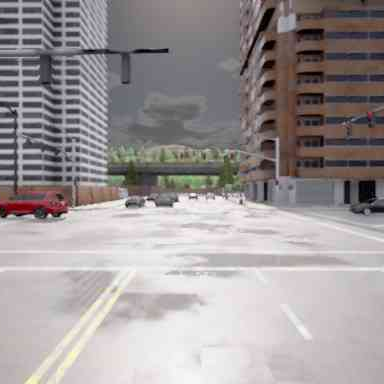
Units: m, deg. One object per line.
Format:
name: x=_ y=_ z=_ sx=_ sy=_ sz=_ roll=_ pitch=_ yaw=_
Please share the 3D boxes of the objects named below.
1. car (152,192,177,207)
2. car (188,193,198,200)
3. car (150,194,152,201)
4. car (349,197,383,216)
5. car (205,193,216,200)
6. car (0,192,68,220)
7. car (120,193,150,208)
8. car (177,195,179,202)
car: x=-3.426 y=0.980 z=41.804 sx=2.097 sy=1.767 sz=4.553 roll=0 pitch=0 yaw=0
car: x=0.258 y=0.927 z=68.775 sx=1.994 sy=1.385 sz=4.181 roll=0 pitch=1 yaw=0
car: x=-6.803 y=1.034 z=59.507 sx=1.994 sy=1.385 sz=4.181 roll=0 pitch=0 yaw=1
car: x=16.118 y=1.251 z=28.681 sx=4.892 sy=1.490 sz=1.837 roll=-1 pitch=1 yaw=1
car: x=3.757 y=0.887 z=68.763 sx=1.812 sy=1.442 sz=4.674 roll=0 pitch=1 yaw=0
car: x=-12.267 y=0.993 z=25.284 sx=5.566 sy=2.045 sz=2.150 roll=0 pitch=0 yaw=10
car: x=-6.951 y=1.180 z=41.181 sx=2.033 sy=1.411 sz=5.357 roll=0 pitch=1 yaw=1
car: x=-3.342 y=0.849 z=56.611 sx=2.097 sy=1.767 sz=4.553 roll=0 pitch=0 yaw=1
